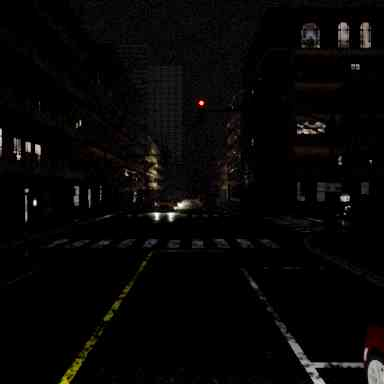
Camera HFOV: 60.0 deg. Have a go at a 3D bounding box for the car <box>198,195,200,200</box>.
[{"bbox_3d":[2.649,1.576,67.402,2.008,1.369,4.403,-1,0,0],"label":"car"}]

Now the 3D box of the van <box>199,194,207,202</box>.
[{"bbox_3d":[2.640,1.377,78.458,1.690,1.788,3.998,-1,0,0],"label":"van"}]

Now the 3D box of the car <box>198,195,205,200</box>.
[{"bbox_3d":[2.633,1.600,95.042,1.887,1.381,4.507,-1,0,0],"label":"car"}]

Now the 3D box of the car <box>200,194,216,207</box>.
[{"bbox_3d":[2.656,1.453,50.819,1.967,1.590,4.097,-1,0,0],"label":"car"}]

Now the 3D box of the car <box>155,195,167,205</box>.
[{"bbox_3d":[-5.730,1.461,61.875,1.967,1.590,4.097,-1,0,0],"label":"car"}]

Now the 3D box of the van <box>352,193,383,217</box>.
[{"bbox_3d":[15.628,1.035,27.397,3.998,1.788,1.690,-1,1,-1],"label":"van"}]

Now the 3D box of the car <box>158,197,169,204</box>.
[{"bbox_3d":[-5.732,1.608,67.403,1.802,1.307,4.206,-1,0,0],"label":"car"}]

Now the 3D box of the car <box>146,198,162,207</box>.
[{"bbox_3d":[-5.723,1.579,50.819,1.947,1.339,4.313,0,0,0],"label":"car"}]

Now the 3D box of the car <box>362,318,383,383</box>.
[{"bbox_3d":[2.684,1.544,1.819,1.887,1.381,4.507,0,0,0],"label":"car"}]

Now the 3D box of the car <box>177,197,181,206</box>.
[{"bbox_3d":[-3.124,1.561,51.390,2.033,1.411,5.357,0,0,0],"label":"car"}]

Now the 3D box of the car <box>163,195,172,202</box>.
[{"bbox_3d":[-5.738,1.561,78.289,1.752,1.417,4.829,-1,0,0],"label":"car"}]

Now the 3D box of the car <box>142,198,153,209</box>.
[{"bbox_3d":[-5.719,1.560,45.292,2.008,1.369,4.403,0,0,0],"label":"car"}]

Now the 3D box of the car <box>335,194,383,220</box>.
[{"bbox_3d":[13.133,1.107,24.834,4.553,1.767,2.097,-1,0,1],"label":"car"}]

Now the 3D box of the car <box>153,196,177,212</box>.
[{"bbox_3d":[-3.117,1.483,39.313,1.882,1.535,5.008,0,0,0],"label":"car"}]

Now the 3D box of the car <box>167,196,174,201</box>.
[{"bbox_3d":[-5.743,1.631,89.515,1.802,1.307,4.206,-1,0,0],"label":"car"}]
